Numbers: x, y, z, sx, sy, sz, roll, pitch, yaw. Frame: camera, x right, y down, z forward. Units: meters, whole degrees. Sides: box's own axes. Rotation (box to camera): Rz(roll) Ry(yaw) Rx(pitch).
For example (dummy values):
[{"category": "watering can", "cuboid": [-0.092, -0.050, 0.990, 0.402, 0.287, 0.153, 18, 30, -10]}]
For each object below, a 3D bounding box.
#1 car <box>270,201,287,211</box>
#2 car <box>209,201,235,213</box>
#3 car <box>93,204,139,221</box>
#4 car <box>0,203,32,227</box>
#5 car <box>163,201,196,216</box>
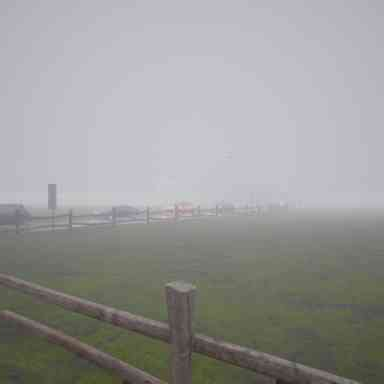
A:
[{"category": "car", "cuboid": [15.479, 2.407, 59.372, 2.097, 1.767, 4.553, -1, -1, 37]}, {"category": "car", "cuboid": [4.386, 2.158, 48.698, 2.097, 1.767, 4.553, -1, -1, 36]}, {"category": "car", "cuboid": [-7.326, 1.934, 32.180, 2.128, 1.511, 4.902, -1, -1, 35]}, {"category": "car", "cuboid": [-13.715, 1.595, 23.137, 2.097, 1.767, 4.553, -1, -1, 35]}, {"category": "car", "cuboid": [-1.514, 1.974, 40.399, 2.097, 1.767, 4.553, -1, -1, 35]}]
